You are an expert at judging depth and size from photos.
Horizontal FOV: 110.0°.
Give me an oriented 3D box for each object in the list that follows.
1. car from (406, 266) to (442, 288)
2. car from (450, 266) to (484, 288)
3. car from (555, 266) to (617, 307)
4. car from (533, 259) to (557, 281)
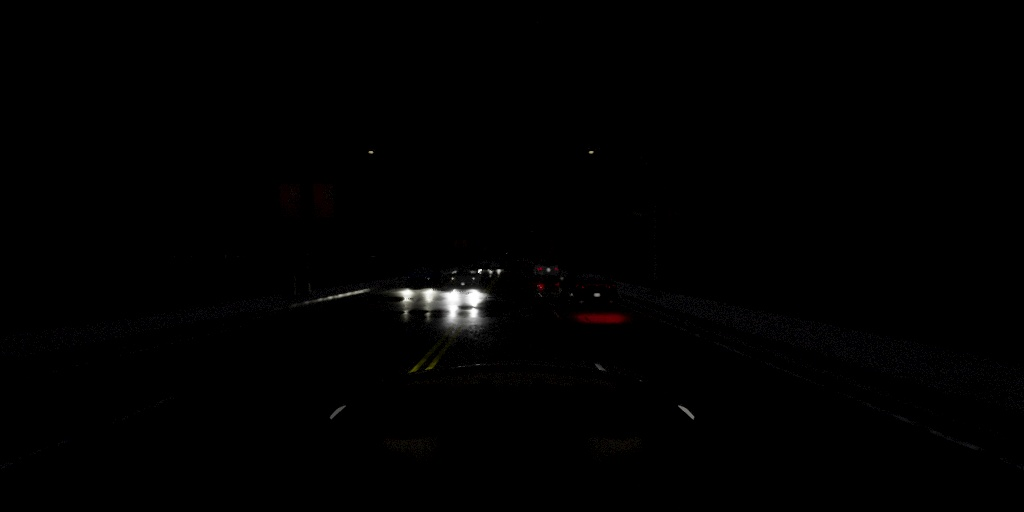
[{"bbox_3d":[-6.603,1.526,27.352,1.882,1.535,5.008,0,-1,0],"label":"car"},{"bbox_3d":[-3.353,1.643,26.730,1.895,1.301,4.718,0,-1,0],"label":"car"},{"bbox_3d":[3.345,1.405,16.546,1.882,1.535,5.008,0,-1,0],"label":"car"},{"bbox_3d":[3.346,1.360,35.525,2.150,2.045,5.566,0,-1,0],"label":"car"}]
